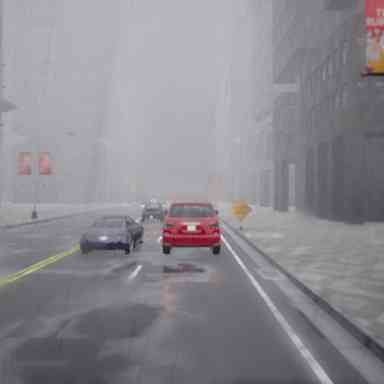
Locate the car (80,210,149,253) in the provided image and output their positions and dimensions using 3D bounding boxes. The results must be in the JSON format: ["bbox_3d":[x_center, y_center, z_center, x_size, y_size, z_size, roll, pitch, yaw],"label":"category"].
[{"bbox_3d":[-3.264,1.697,14.291,1.994,1.385,4.181,0,0,0],"label":"car"}]

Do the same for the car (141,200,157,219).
[{"bbox_3d":[-3.280,1.777,29.291,1.837,1.490,4.892,0,0,0],"label":"car"}]

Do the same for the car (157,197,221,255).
[{"bbox_3d":[-0.016,1.347,14.034,2.150,2.045,5.566,0,0,0],"label":"car"}]

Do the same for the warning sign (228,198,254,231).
[{"bbox_3d":[2.824,1.293,19.275,1.300,1.860,1.060,0,-1,0],"label":"warning sign"}]

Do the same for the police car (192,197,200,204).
[{"bbox_3d":[1.028,2.245,89.377,1.930,1.638,5.238,0,-1,0],"label":"police car"}]

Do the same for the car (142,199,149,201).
[{"bbox_3d":[-9.837,2.198,71.751,1.994,1.385,4.181,0,-1,0],"label":"car"}]

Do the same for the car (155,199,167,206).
[{"bbox_3d":[-6.587,2.185,71.754,2.033,1.411,5.357,0,-1,0],"label":"car"}]

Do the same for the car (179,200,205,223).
[{"bbox_3d":[-0.032,1.617,29.072,2.097,1.767,4.553,0,-1,0],"label":"car"}]
